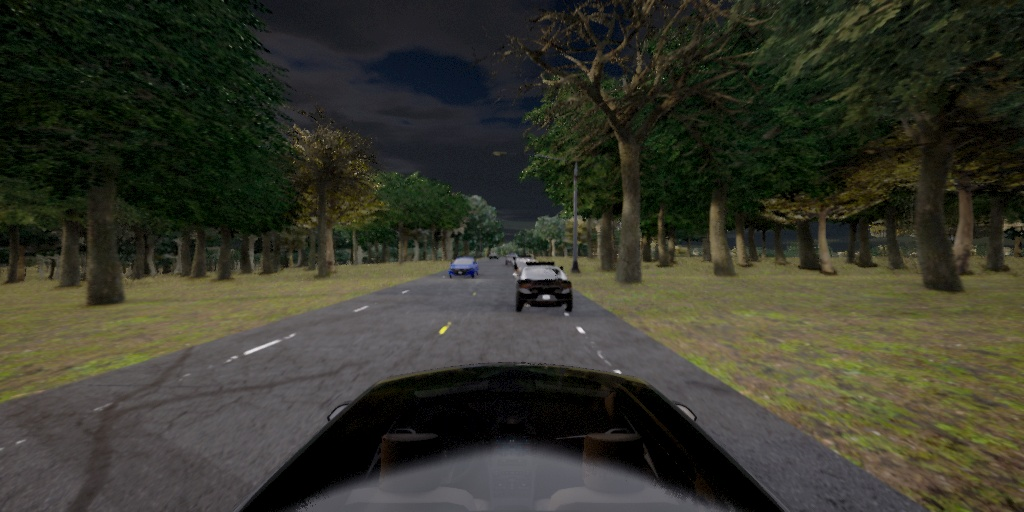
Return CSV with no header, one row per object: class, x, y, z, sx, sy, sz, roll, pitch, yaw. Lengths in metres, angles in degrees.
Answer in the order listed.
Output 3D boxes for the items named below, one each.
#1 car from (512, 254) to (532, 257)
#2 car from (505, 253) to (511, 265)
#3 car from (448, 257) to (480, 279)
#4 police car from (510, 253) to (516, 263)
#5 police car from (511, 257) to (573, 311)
car,1.049,0.872,23.617,1.801,1.575,5.366,0,1,0
car,0.009,0.430,49.680,2.128,1.511,4.902,0,1,0
car,-3.592,0.830,27.411,1.882,1.535,5.008,0,1,0
police car,1.050,0.741,29.535,1.930,1.638,5.238,0,1,0
police car,1.050,1.003,13.534,1.930,1.638,5.238,0,1,0
